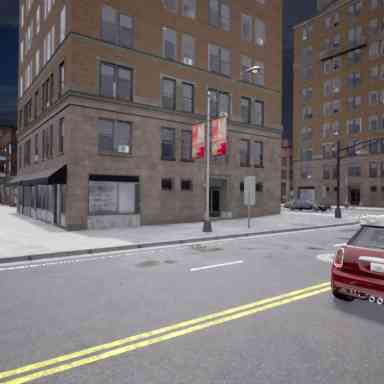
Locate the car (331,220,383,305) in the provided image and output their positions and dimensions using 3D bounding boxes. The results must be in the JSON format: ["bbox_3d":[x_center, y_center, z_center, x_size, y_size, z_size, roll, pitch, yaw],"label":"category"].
[{"bbox_3d":[5.017,1.355,7.105,4.553,1.767,2.097,0,0,-36],"label":"car"}]

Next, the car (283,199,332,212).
[{"bbox_3d":[12.897,1.470,37.465,2.033,1.411,5.357,1,0,-36],"label":"car"}]
